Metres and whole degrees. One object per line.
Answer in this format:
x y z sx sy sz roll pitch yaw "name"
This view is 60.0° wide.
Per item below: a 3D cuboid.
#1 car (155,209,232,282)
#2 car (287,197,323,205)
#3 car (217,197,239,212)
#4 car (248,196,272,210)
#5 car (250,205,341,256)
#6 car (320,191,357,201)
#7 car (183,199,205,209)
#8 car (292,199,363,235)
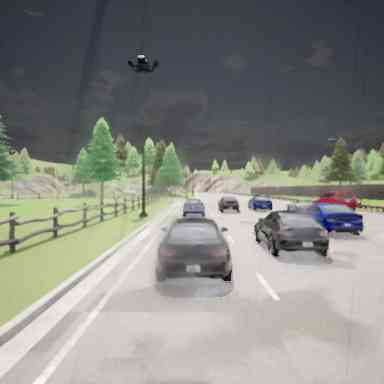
0.059 1.450 9.410 1.812 1.442 4.674 0 1 1 "car"
10.684 1.343 32.330 1.895 1.301 4.718 0 0 0 "car"
3.692 1.233 33.968 1.837 1.490 4.892 0 0 0 "car"
7.200 1.195 35.421 1.882 1.535 5.008 0 0 0 "car"
3.587 1.424 12.538 1.812 1.442 4.674 0 1 0 "car"
14.189 0.956 32.908 2.150 2.045 5.566 0 0 0 "car"
0.162 1.317 28.947 2.033 1.411 5.357 0 0 0 "car"
7.123 1.336 17.652 1.882 1.535 5.008 0 1 0 "car"
